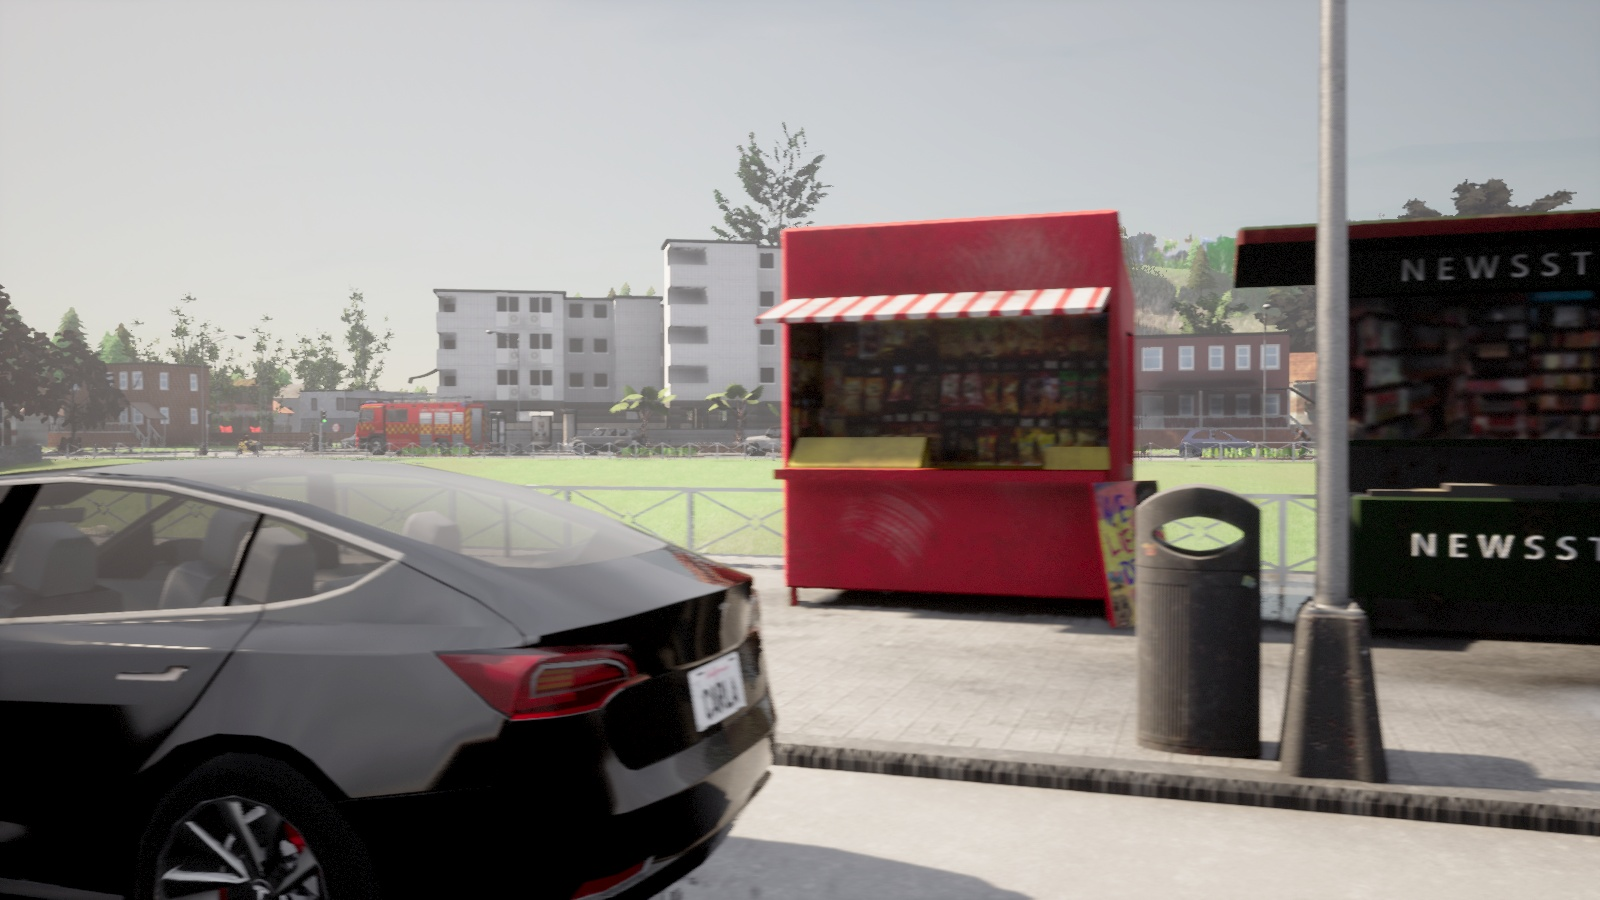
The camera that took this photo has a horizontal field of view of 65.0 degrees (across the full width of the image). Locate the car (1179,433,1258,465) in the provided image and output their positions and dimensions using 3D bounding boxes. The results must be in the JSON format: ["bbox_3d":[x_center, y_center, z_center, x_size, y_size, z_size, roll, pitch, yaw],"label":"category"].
[{"bbox_3d":[20.605,-0.073,61.884,3.633,1.501,1.845,1,1,19],"label":"car"}]

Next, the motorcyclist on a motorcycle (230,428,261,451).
[{"bbox_3d":[-37.971,-0.711,85.999,2.044,1.523,0.797,1,0,24],"label":"motorcyclist on a motorcycle"}]

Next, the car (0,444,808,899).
[{"bbox_3d":[-2.589,0.743,4.590,4.792,1.488,2.163,1,1,19],"label":"car"}]

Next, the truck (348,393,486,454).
[{"bbox_3d":[-24.815,-1.735,81.381,8.468,3.827,2.891,1,1,19],"label":"truck"}]

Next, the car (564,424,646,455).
[{"bbox_3d":[-11.984,-0.636,77.073,4.605,1.855,1.932,1,1,19],"label":"car"}]

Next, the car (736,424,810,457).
[{"bbox_3d":[-1.579,-0.561,73.569,3.866,1.878,1.905,1,1,19],"label":"car"}]
